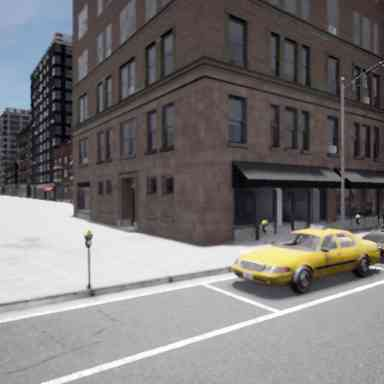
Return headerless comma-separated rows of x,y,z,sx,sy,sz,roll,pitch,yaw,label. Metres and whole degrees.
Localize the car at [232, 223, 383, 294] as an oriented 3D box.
3.237,1.598,8.970,4.829,1.417,1.752,1,-1,-35,car
